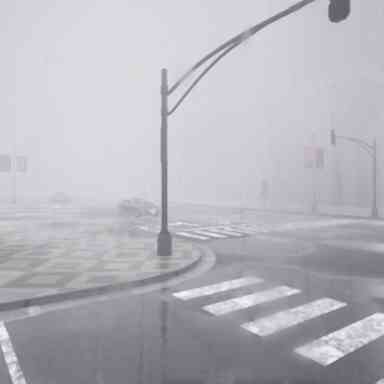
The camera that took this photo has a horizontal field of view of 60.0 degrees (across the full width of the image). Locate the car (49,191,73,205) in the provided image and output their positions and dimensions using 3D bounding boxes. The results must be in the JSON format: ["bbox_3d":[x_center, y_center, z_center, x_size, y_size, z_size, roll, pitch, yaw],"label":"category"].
[{"bbox_3d":[-17.251,0.720,43.717,2.097,1.767,4.553,0,1,-35],"label":"car"}]

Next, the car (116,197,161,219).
[{"bbox_3d":[-4.165,1.185,25.470,2.128,1.511,4.902,0,1,-36],"label":"car"}]
